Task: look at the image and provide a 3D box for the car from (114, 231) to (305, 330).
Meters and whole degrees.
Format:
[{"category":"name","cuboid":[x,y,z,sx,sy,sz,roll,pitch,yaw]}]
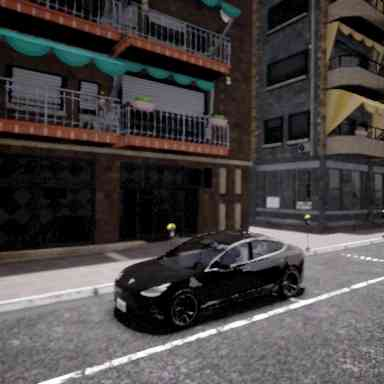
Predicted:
[{"category":"car","cuboid":[0.572,1.560,6.950,4.313,1.339,1.947,0,1,-35]}]
